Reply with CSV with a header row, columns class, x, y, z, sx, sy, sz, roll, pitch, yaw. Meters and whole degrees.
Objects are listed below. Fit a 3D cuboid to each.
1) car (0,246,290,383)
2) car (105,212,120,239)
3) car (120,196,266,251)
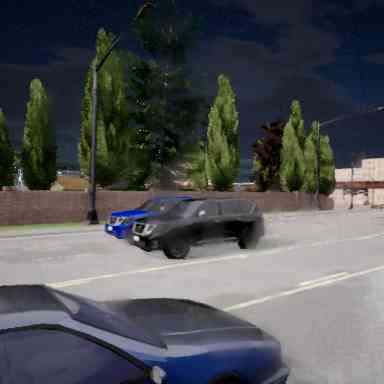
class,x,y,z,sx,sy,sz,roll,pitch,yaw
car,-1.610,1.547,2.597,5.357,1.411,2.033,0,0,-35
car,-1.247,1.231,15.895,5.566,2.045,2.150,0,0,-35
car,0.398,1.230,12.777,5.566,2.045,2.150,1,0,-35
